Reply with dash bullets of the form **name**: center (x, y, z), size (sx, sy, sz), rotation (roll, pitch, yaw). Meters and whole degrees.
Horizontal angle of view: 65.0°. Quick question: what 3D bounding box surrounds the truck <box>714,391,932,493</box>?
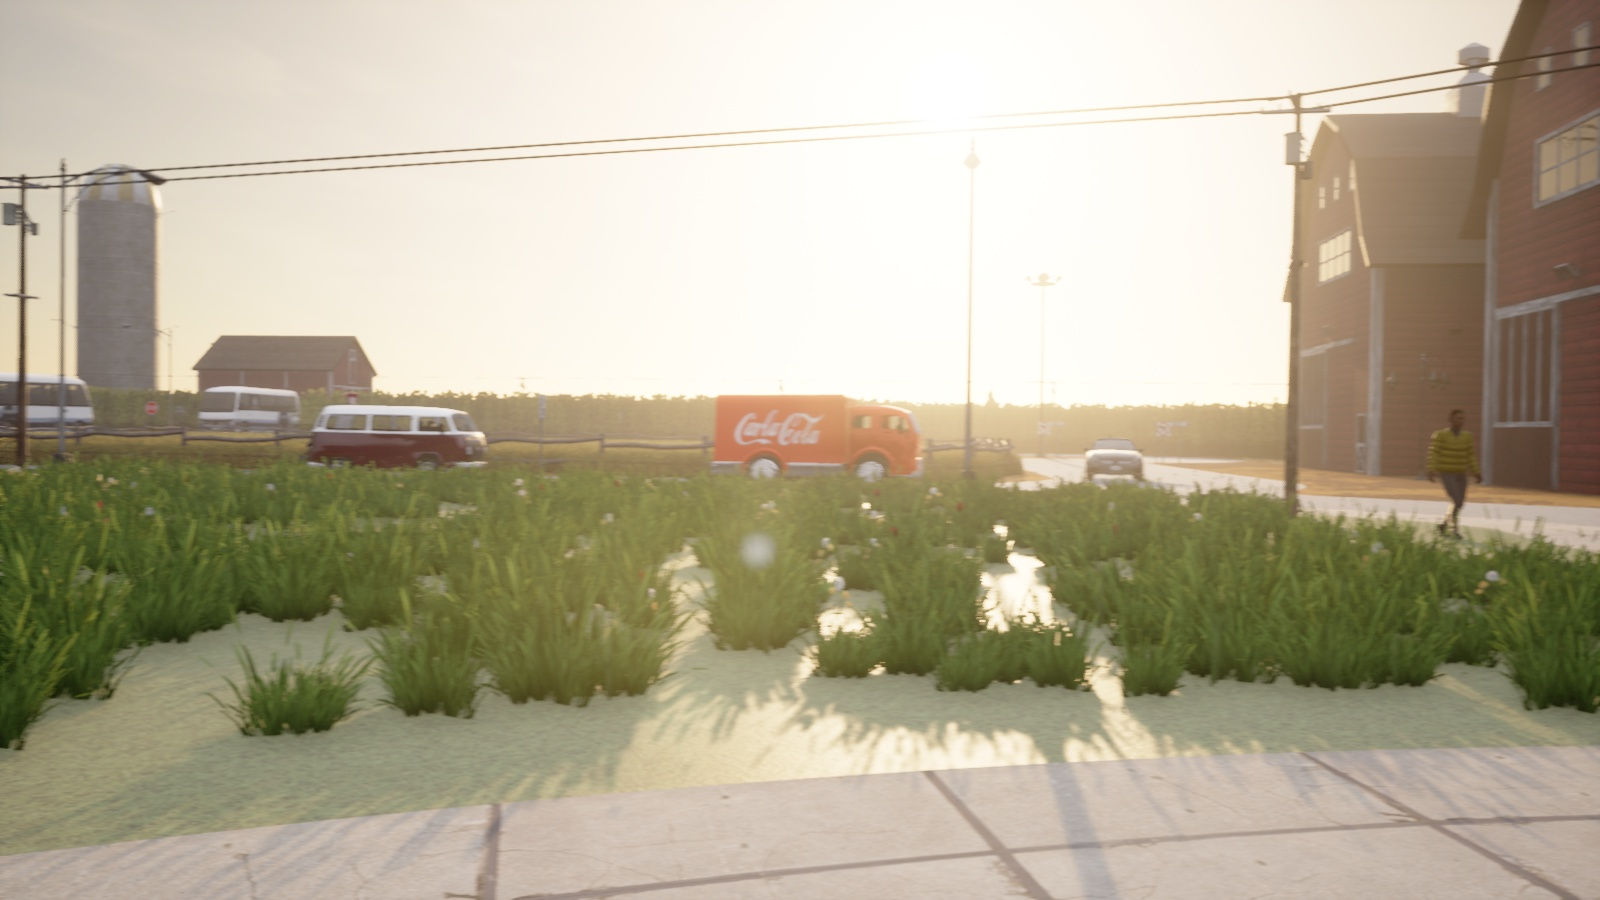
- **truck**: center (0.663, -0.193, 32.244), size (5.204, 2.467, 2.627), rotation (-1, 1, 11)

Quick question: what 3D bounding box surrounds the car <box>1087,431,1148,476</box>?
- **car**: center (10.726, 0.079, 42.678), size (1.812, 1.442, 4.674), rotation (0, 1, 12)

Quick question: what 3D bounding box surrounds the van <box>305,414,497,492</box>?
- **van**: center (-10.702, 0.070, 33.885), size (4.480, 2.038, 2.069), rotation (0, 1, 5)

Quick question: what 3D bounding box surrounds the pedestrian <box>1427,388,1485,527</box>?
- **pedestrian**: center (8.912, 0.097, 17.074), size (0.431, 1.840, 0.709), rotation (0, 1, 1)

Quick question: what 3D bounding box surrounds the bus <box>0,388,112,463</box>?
- **bus**: center (-46.918, -1.486, 75.885), size (3.944, 4.253, 10.273), rotation (0, 1, 8)
